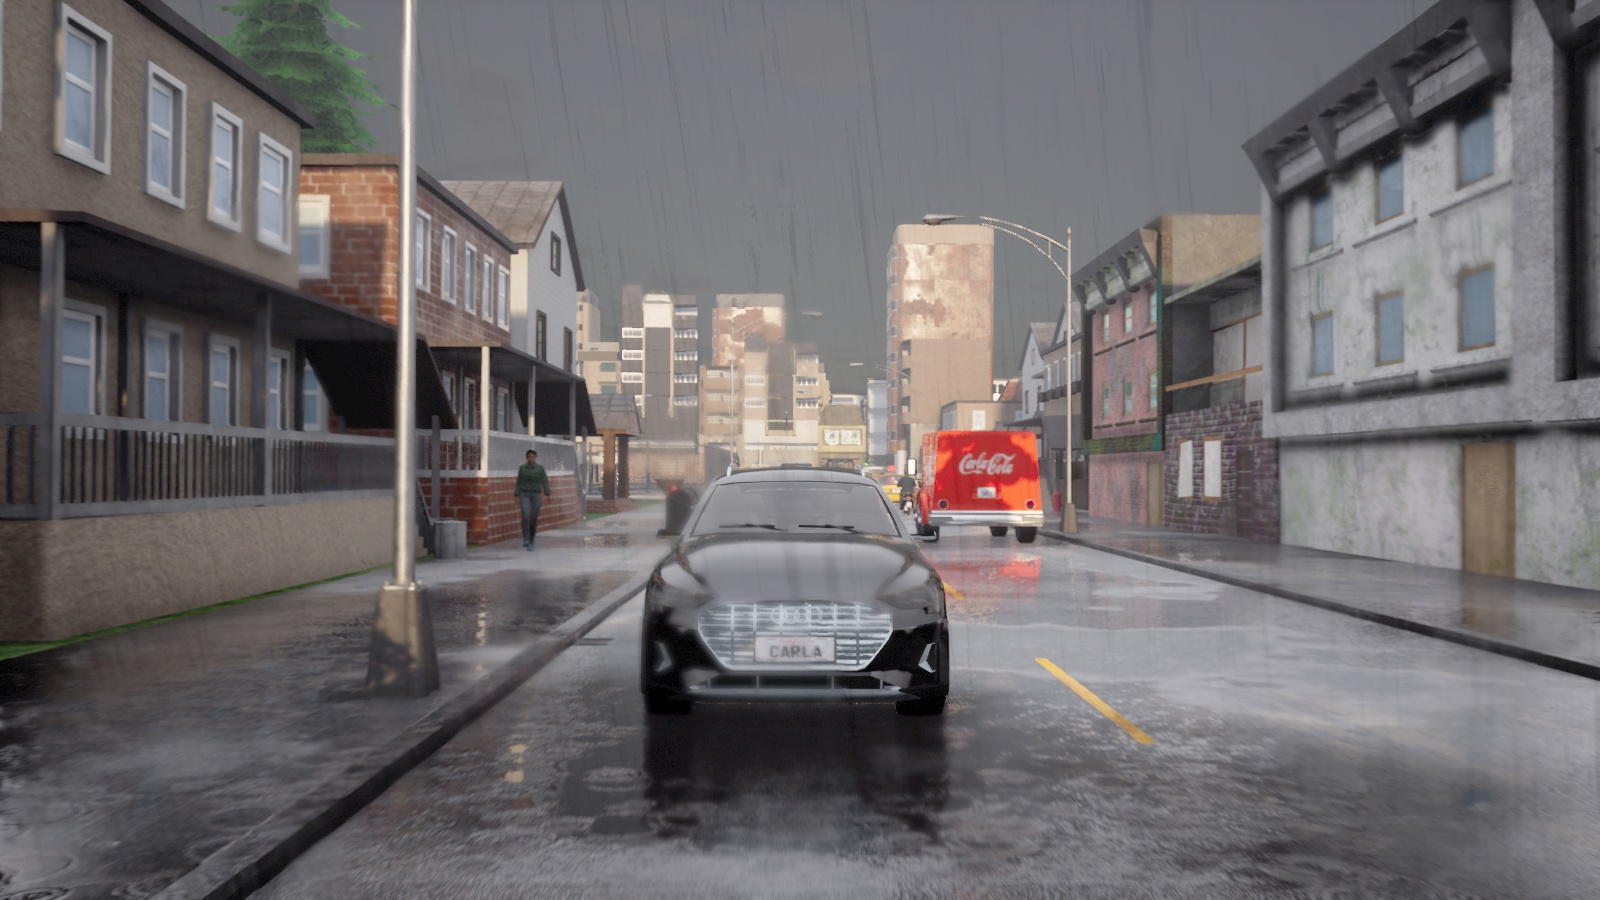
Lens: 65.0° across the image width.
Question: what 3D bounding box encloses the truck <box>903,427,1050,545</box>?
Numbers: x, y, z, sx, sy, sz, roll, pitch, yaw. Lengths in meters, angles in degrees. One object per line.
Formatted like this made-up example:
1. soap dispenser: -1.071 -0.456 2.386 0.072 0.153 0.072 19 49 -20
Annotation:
1. truck: 3.923 0.799 28.993 2.627 2.467 5.204 0 -1 0

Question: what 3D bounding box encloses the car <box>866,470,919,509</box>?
1. car: 3.873 1.635 53.427 1.801 1.575 5.366 0 -1 -1

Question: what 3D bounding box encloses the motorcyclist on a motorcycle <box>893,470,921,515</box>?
1. motorcyclist on a motorcycle: 3.884 1.519 45.627 0.866 1.590 1.817 0 -1 0

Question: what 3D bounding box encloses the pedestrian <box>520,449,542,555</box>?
1. pedestrian: -4.757 0.917 22.235 0.353 1.847 0.614 0 -1 -9

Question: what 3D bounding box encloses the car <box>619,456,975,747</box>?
1. car: -0.025 0.906 9.616 2.033 1.649 4.856 0 -1 0
